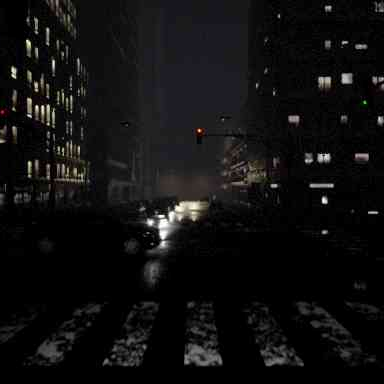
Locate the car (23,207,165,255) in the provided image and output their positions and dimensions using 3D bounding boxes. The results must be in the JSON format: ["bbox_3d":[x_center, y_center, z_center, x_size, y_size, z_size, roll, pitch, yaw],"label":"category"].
[{"bbox_3d":[-3.729,1.485,12.701,5.008,1.535,1.882,0,0,1],"label":"car"}]

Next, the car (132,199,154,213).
[{"bbox_3d":[-5.633,1.589,38.674,1.947,1.339,4.313,-1,0,0],"label":"car"}]

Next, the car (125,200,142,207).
[{"bbox_3d":[-5.645,1.545,32.850,1.752,1.417,4.829,-1,0,0],"label":"car"}]

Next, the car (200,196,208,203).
[{"bbox_3d":[2.807,1.486,72.587,1.967,1.590,4.097,-1,0,0],"label":"car"}]

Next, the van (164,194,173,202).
[{"bbox_3d":[-5.564,1.392,78.257,1.690,1.788,3.998,-1,0,0],"label":"van"}]

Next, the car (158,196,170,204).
[{"bbox_3d":[-5.582,1.587,66.947,1.887,1.381,4.507,-1,0,0],"label":"car"}]

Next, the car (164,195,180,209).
[{"bbox_3d":[-3.020,1.517,41.286,2.128,1.511,4.902,0,0,0],"label":"car"}]

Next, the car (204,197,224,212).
[{"bbox_3d":[2.746,1.574,38.659,2.008,1.369,4.403,-1,0,0],"label":"car"}]

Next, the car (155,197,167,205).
[{"bbox_3d":[-5.591,1.621,61.292,1.802,1.307,4.206,-1,0,0],"label":"car"}]

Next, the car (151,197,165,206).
[{"bbox_3d":[-5.602,1.580,55.638,1.887,1.381,4.507,-1,0,0],"label":"car"}]

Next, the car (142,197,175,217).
[{"bbox_3d":[-3.045,1.510,31.001,2.128,1.511,4.902,0,0,0],"label":"car"}]
